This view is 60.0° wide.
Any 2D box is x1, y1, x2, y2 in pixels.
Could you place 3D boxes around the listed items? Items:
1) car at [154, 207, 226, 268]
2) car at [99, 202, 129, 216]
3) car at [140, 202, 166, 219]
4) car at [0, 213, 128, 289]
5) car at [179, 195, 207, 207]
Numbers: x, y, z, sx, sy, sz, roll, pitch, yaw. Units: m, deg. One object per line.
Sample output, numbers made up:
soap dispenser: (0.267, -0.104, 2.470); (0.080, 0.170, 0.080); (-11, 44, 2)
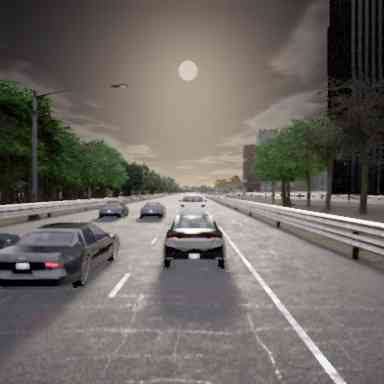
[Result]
car: (0.075, 1.503, 11.333); (2.128, 1.511, 4.902); (0, 0, 0)
car: (-6.921, 1.582, 29.859); (1.994, 1.385, 4.181); (0, 0, 0)
car: (-3.421, 1.582, 29.766); (1.994, 1.385, 4.181); (0, 0, 0)
car: (-3.436, 1.556, 9.293); (2.033, 1.411, 5.357); (0, 0, 0)
car: (0.075, 1.238, 28.071); (2.150, 2.045, 5.566); (0, 0, 0)
